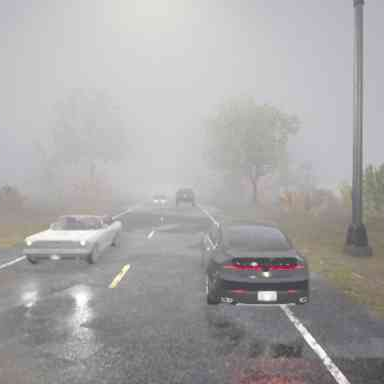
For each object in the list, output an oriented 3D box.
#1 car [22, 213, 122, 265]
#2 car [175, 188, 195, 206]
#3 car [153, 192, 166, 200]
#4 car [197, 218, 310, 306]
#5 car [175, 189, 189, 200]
[{"bbox_3d":[-3.699,1.417,11.120,1.895,1.301,4.718,0,1,-1],"label":"car"},{"bbox_3d":[-0.860,0.543,39.883,2.150,2.045,5.566,0,1,-2],"label":"car"},{"bbox_3d":[-5.312,0.628,54.753,1.994,1.385,4.181,0,1,-3],"label":"car"},{"bbox_3d":[1.180,1.376,7.743,1.837,1.490,4.892,0,1,-1],"label":"car"},{"bbox_3d":[-1.735,0.397,55.945,2.097,1.767,4.553,0,1,-3],"label":"car"}]
